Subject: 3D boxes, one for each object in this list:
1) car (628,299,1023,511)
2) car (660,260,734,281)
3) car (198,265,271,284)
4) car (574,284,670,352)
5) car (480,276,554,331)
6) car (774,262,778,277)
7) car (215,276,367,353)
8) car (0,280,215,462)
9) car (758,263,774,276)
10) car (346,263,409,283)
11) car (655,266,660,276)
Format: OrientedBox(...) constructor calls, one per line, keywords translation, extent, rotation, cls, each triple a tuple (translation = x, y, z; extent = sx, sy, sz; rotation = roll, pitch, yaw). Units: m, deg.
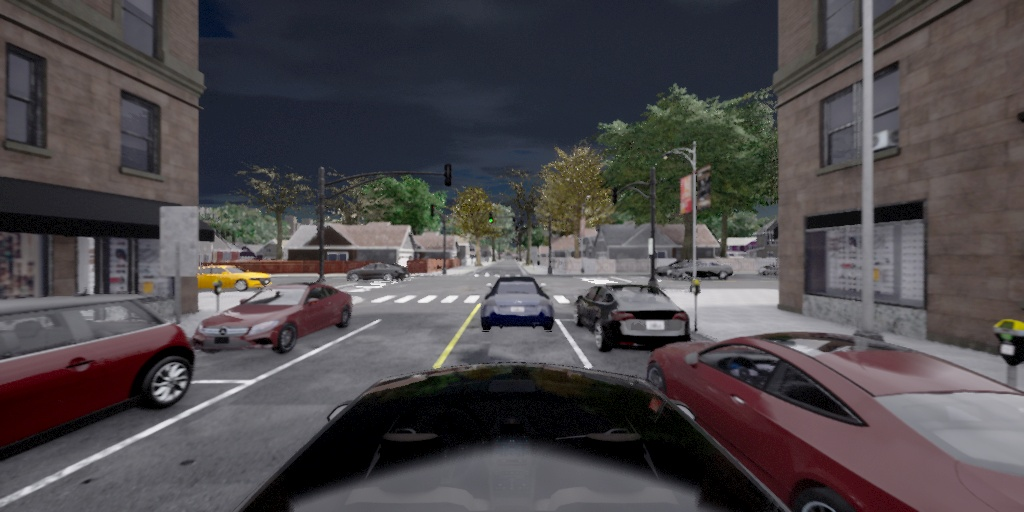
OrientedBox(translation=(2.639, 1.332, 3.194), extent=(1.802, 1.307, 4.207), rotation=(0, 0, 0), cls="car")
OrientedBox(translation=(14.830, 1.135, 28.390), extent=(4.902, 1.511, 2.128), rotation=(0, 0, 0), cls="car")
OrientedBox(translation=(-17.399, 1.313, 21.818), extent=(5.008, 1.535, 1.882), rotation=(0, 0, 0), cls="car")
OrientedBox(translation=(2.658, 1.313, 8.712), extent=(1.948, 1.339, 4.313), rotation=(0, 0, 0), cls="car")
OrientedBox(translation=(0.131, 1.309, 10.998), extent=(1.994, 1.385, 4.181), rotation=(0, 0, 0), cls="car")
OrientedBox(translation=(23.739, 1.159, 28.360), extent=(4.181, 1.385, 1.994), rotation=(0, 0, 0), cls="car")
OrientedBox(translation=(-5.367, 1.328, 8.738), extent=(1.802, 1.307, 4.207), rotation=(0, 0, 0), cls="car")
OrientedBox(translation=(-5.386, 1.188, 3.219), extent=(1.967, 1.591, 4.097), rotation=(0, 0, 0), cls="car")
OrientedBox(translation=(24.427, 1.080, 31.600), extent=(4.902, 1.511, 2.128), rotation=(0, 0, 0), cls="car")
OrientedBox(translation=(-10.602, 1.294, 28.301), extent=(4.892, 1.490, 1.837), rotation=(0, -2, 9), cls="car")
OrientedBox(translation=(15.020, 1.144, 31.647), extent=(4.892, 1.490, 1.837), rotation=(0, 0, 0), cls="car")
